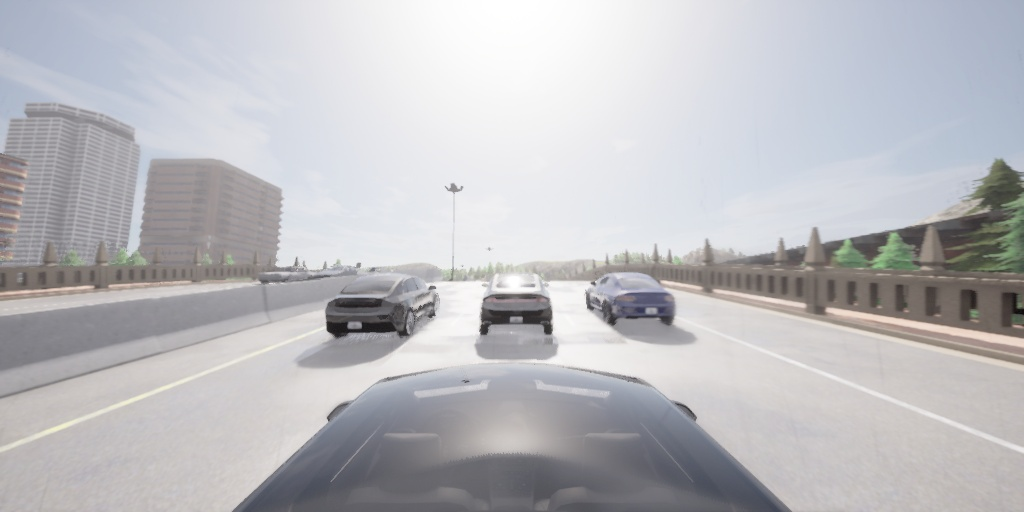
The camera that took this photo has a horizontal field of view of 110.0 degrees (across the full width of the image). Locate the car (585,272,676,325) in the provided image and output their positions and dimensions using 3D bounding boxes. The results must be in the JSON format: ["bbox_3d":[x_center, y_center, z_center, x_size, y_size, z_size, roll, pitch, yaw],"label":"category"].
[{"bbox_3d":[3.631,1.251,11.581,1.812,1.442,4.674,0,0,1],"label":"car"}]

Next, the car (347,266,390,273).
[{"bbox_3d":[-10.329,1.468,27.366,1.895,1.301,4.718,0,-2,1],"label":"car"}]

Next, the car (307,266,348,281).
[{"bbox_3d":[-13.797,1.477,28.957,2.033,1.411,5.357,0,-2,1],"label":"car"}]

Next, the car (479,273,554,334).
[{"bbox_3d":[0.119,1.229,10.554,2.128,1.511,4.902,0,0,1],"label":"car"}]

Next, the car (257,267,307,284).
[{"bbox_3d":[-17.320,1.503,27.895,1.895,1.301,4.718,0,-2,1],"label":"car"}]

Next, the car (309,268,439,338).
[{"bbox_3d":[-3.385,1.254,10.197,1.837,1.490,4.892,0,0,1],"label":"car"}]
